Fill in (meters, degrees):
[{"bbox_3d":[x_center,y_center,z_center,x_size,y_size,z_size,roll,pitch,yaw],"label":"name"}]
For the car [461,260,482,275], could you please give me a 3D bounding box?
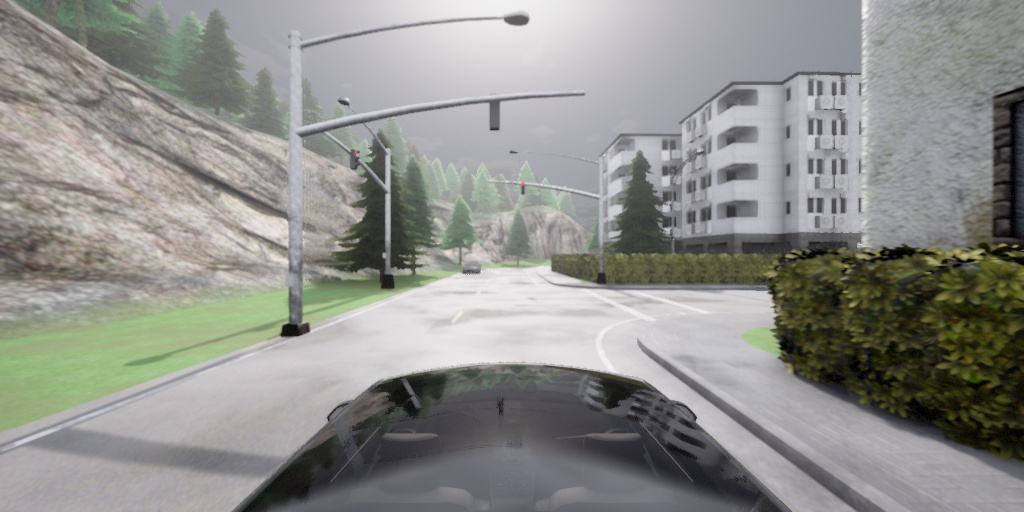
[{"bbox_3d":[-4.316,1.239,38.105,1.837,1.490,4.892,0,2,-5],"label":"car"}]
